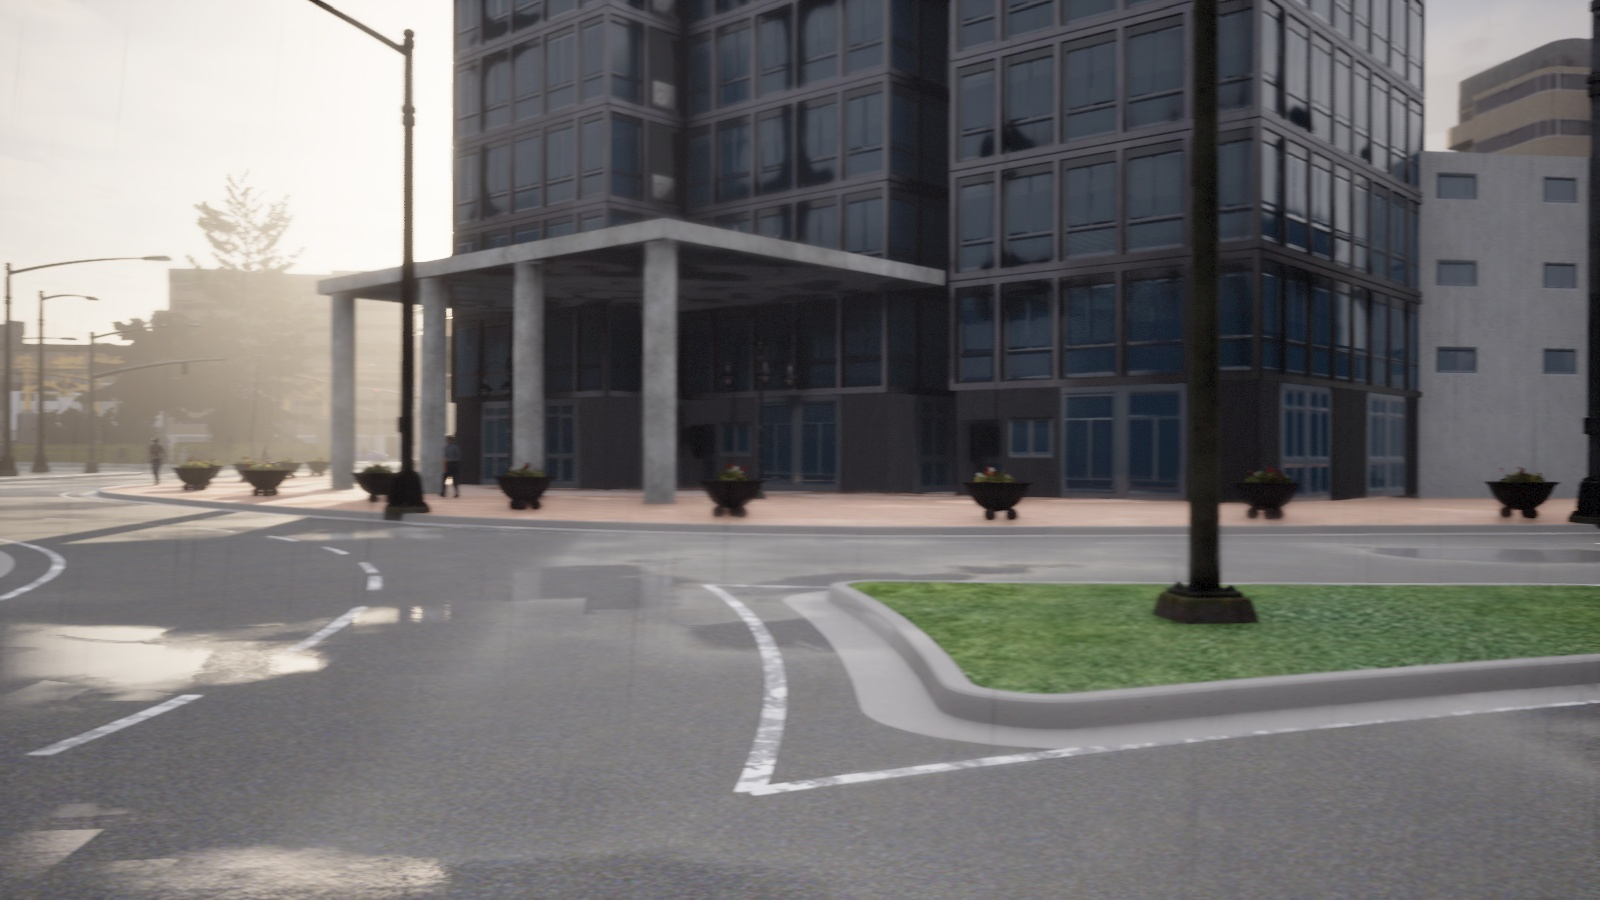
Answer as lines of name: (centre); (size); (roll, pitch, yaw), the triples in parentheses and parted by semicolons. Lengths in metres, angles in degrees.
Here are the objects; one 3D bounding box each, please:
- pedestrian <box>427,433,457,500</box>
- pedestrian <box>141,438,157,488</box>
pedestrian: (-9.948, 0.455, 34.878); (0.540, 1.848, 0.694); (0, 0, -42)
pedestrian: (-23.672, 0.469, 45.680); (0.328, 1.805, 0.869); (0, 0, -15)
